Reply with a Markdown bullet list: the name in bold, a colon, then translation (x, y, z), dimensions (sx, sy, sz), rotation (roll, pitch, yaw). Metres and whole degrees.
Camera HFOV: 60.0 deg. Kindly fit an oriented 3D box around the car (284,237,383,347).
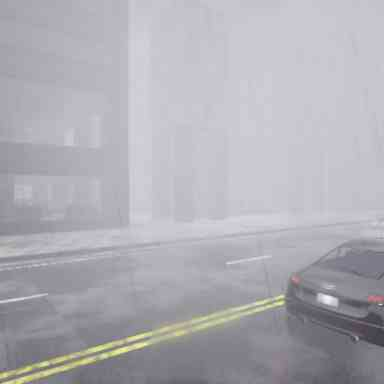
- **car**: translation (3.629, 1.542, 6.057), dimensions (4.181, 1.385, 1.994), rotation (0, 0, -35)
